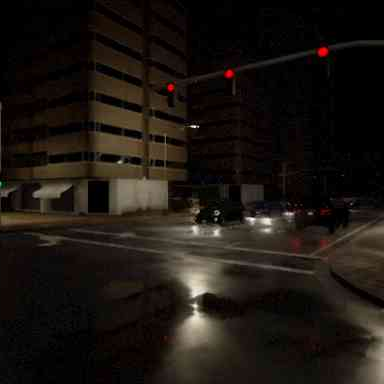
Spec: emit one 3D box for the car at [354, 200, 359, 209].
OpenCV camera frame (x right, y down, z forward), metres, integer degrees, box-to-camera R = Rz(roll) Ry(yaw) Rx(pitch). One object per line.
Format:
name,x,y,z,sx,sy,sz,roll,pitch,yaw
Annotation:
car,21.691,1.654,45.695,1.895,1.301,4.718,0,0,35

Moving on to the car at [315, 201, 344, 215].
car,15.060,1.654,36.285,1.895,1.301,4.718,0,0,35

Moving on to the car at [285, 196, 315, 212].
car,12.995,1.404,39.751,2.097,1.767,4.553,0,0,35

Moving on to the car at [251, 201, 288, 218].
car,7.226,1.578,31.576,1.812,1.442,4.674,0,0,35

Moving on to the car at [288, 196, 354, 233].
car,8.074,1.276,20.433,2.150,2.045,5.566,0,0,36

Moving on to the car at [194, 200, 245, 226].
car,2.103,1.405,24.327,2.097,1.767,4.553,0,0,35
